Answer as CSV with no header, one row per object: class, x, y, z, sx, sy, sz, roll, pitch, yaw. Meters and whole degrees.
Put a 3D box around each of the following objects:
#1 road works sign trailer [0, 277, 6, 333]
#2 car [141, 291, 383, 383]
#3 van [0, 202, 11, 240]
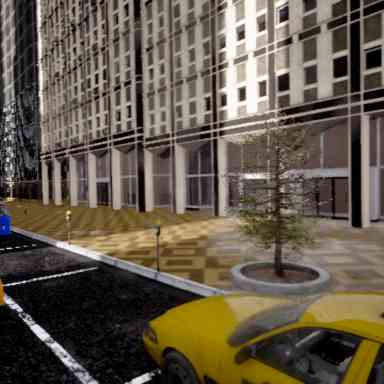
road works sign trailer,-4.758,0.471,5.609,2.380,3.560,2.880,-2,1,-41
car,1.384,1.429,2.663,1.752,1.417,4.829,-3,2,-41
van,-9.713,1.295,15.385,1.690,1.788,3.998,-3,2,-41
